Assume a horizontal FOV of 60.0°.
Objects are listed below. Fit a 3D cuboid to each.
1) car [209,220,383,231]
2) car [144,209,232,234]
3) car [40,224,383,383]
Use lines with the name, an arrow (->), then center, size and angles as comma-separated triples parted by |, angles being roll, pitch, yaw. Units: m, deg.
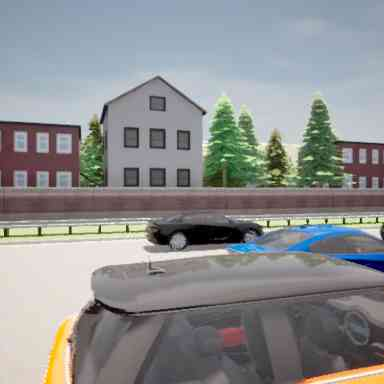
car -> 3.112, 1.477, 7.238 | 5.008, 1.535, 1.882 | 0, 0, -18
car -> 0.561, 1.477, 13.769 | 5.008, 1.535, 1.882 | 0, 0, -18
car -> 1.040, 1.351, 2.877 | 4.553, 1.767, 2.097 | 0, 0, -18
